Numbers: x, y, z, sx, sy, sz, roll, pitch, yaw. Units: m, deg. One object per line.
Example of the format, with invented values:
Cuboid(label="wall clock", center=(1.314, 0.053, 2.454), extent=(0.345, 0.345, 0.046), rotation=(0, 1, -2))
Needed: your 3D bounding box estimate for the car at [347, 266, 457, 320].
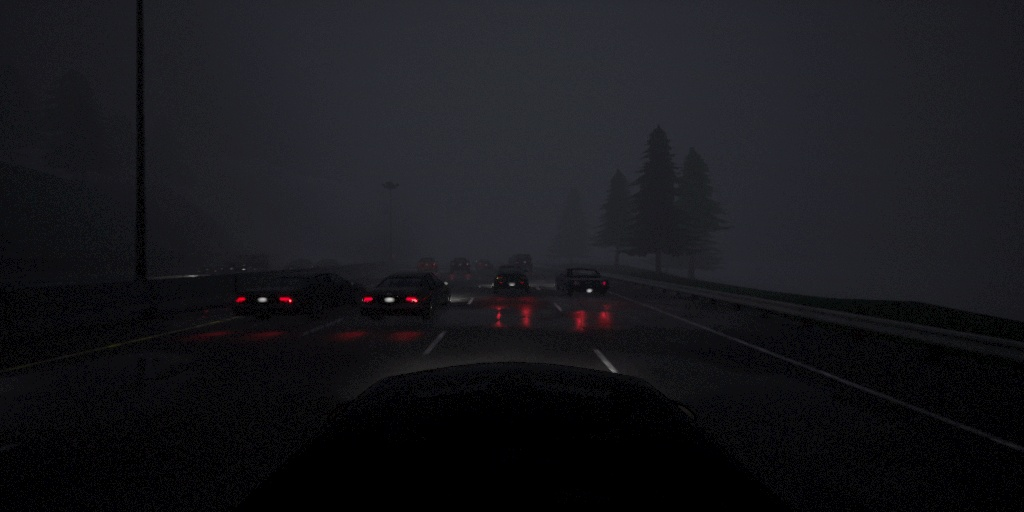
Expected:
Cuboid(label="car", center=(-3.408, 1.250, 12.411), extent=(2.033, 1.411, 5.357), rotation=(0, 0, 0))

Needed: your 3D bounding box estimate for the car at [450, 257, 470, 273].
Cuboid(label="car", center=(-5.792, 0.930, 39.938), extent=(2.097, 1.767, 4.553), rotation=(0, 0, -9))

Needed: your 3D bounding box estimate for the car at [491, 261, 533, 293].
Cuboid(label="car", center=(-0.104, 1.194, 19.855), extent=(1.812, 1.442, 4.674), rotation=(0, 0, -2))

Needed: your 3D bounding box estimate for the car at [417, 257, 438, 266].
Cuboid(label="car", center=(-9.380, 0.930, 40.029), extent=(2.097, 1.767, 4.553), rotation=(0, 0, -10))

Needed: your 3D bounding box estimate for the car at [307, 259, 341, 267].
Cuboid(label="car", center=(-20.085, 1.062, 38.941), extent=(1.882, 1.535, 5.008), rotation=(0, 1, -10))

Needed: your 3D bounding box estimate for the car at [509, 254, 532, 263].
Cuboid(label="car", center=(0.919, 0.787, 43.176), extent=(2.150, 2.045, 5.566), rotation=(0, 0, -11))

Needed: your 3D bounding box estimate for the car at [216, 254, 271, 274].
Cuboid(label="car", center=(-26.681, 0.818, 36.226), extent=(2.150, 2.045, 5.566), rotation=(0, 0, -10))

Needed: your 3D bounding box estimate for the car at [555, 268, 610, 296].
Cuboid(label="car", center=(3.461, 1.275, 18.622), extent=(1.895, 1.301, 4.718), rotation=(0, 0, -2))

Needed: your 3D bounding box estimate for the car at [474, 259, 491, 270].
Cuboid(label="car", center=(-3.817, 1.107, 47.961), extent=(1.994, 1.385, 4.181), rotation=(0, 0, -14))

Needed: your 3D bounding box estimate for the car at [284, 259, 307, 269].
Cuboid(label="car", center=(-23.947, 1.084, 40.557), extent=(1.837, 1.490, 4.892), rotation=(0, 0, -12))

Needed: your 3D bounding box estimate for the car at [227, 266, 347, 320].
Cuboid(label="car", center=(-6.909, 1.250, 12.405), extent=(2.033, 1.411, 5.357), rotation=(0, 0, 0))

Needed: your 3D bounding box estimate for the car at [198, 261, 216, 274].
Cuboid(label="car", center=(-30.471, 1.156, 37.371), extent=(1.994, 1.385, 4.181), rotation=(0, 0, -10))
